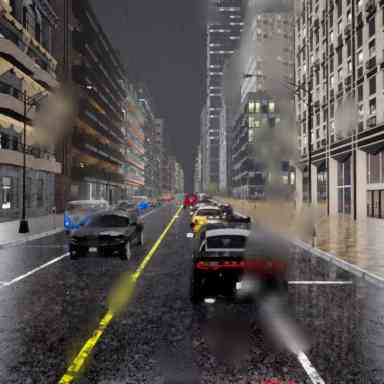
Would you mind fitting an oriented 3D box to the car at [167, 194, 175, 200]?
[{"bbox_3d":[-5.747,1.363,92.423,1.967,1.590,4.097,1,0,0],"label":"car"}]

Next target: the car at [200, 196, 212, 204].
[{"bbox_3d":[2.653,1.517,63.816,2.008,1.369,4.403,1,0,0],"label":"car"}]

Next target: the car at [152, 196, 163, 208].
[{"bbox_3d":[-5.713,1.537,46.833,2.008,1.369,4.403,1,0,0],"label":"car"}]

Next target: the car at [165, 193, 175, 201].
[{"bbox_3d":[-5.739,1.248,86.723,2.192,1.841,5.009,1,0,0],"label":"car"}]

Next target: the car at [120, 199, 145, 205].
[{"bbox_3d":[-5.701,1.564,29.738,1.947,1.339,4.313,1,0,0],"label":"car"}]

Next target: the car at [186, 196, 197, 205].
[{"bbox_3d":[-0.047,1.478,58.699,1.837,1.490,4.892,0,0,0],"label":"car"}]

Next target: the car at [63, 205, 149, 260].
[{"bbox_3d":[-3.011,1.479,12.605,1.882,1.535,5.008,0,0,0],"label":"car"}]

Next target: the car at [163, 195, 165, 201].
[{"bbox_3d":[-5.719,1.562,52.530,1.802,1.307,4.206,1,0,0],"label":"car"}]

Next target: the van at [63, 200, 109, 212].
[{"bbox_3d":[-5.687,1.342,18.337,1.690,1.788,3.998,1,0,0],"label":"van"}]

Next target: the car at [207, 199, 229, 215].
[{"bbox_3d":[2.676,1.546,35.325,2.008,1.369,4.403,1,0,0],"label":"car"}]

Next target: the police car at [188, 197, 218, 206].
[{"bbox_3d":[0.880,1.425,24.360,1.930,1.638,5.238,0,0,0],"label":"police car"}]

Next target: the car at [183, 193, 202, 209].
[{"bbox_3d":[-0.028,1.209,45.669,2.150,2.045,5.566,0,0,1],"label":"car"}]

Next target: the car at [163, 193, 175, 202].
[{"bbox_3d":[-5.731,1.266,75.327,2.192,1.841,5.009,1,0,0],"label":"car"}]

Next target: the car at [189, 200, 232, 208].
[{"bbox_3d":[0.884,1.456,18.439,1.801,1.575,5.366,0,0,0],"label":"car"}]

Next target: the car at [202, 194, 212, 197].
[{"bbox_3d":[2.663,1.289,58.118,2.192,1.841,5.009,1,0,0],"label":"car"}]

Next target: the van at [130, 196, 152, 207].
[{"bbox_3d":[-5.701,1.337,35.436,1.690,1.788,3.998,1,0,0],"label":"van"}]

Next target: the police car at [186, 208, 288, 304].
[{"bbox_3d":[0.892,1.427,8.357,1.930,1.638,5.238,0,0,0],"label":"police car"}]

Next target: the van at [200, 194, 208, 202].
[{"bbox_3d":[2.658,1.292,75.212,1.690,1.788,3.998,1,0,0],"label":"van"}]

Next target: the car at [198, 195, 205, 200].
[{"bbox_3d":[2.598,1.505,92.305,1.802,1.307,4.206,1,0,0],"label":"car"}]

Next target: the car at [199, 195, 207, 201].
[{"bbox_3d":[2.616,1.508,80.910,1.947,1.339,4.313,1,0,0],"label":"car"}]
